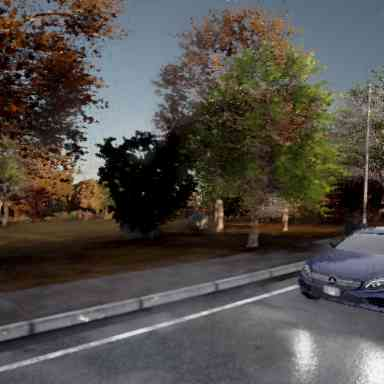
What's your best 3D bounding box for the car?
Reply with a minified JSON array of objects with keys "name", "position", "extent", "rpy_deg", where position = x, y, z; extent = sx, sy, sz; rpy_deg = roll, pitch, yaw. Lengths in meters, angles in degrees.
[{"name":"car","position":[4.327,1.563,7.493],"extent":[4.674,1.442,1.812],"rpy_deg":[1,0,-39]}]
